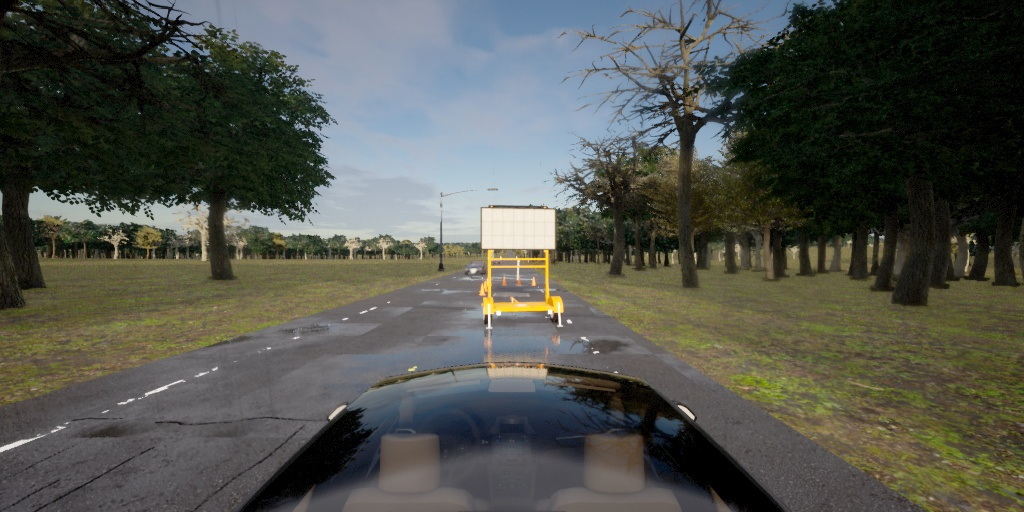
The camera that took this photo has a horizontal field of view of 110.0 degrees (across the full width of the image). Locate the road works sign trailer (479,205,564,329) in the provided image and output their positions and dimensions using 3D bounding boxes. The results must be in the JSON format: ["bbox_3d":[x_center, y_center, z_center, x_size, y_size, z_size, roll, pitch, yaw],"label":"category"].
[{"bbox_3d":[0.180,0.211,11.369,2.380,3.560,2.880,0,0,-8],"label":"road works sign trailer"}]

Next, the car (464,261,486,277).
[{"bbox_3d":[-3.655,1.253,36.235,2.128,1.511,4.902,0,0,0],"label":"car"}]
